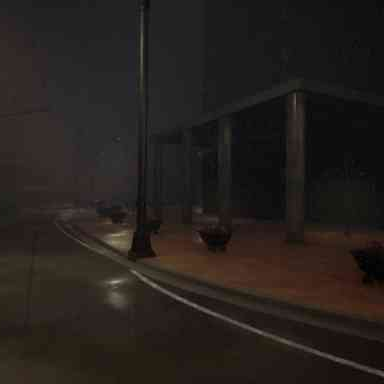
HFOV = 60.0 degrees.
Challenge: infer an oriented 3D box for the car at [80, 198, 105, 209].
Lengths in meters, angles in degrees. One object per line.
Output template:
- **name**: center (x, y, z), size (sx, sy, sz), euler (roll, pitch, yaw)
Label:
- **car**: center (-14.418, 1.639, 48.574), size (2.128, 1.511, 4.902), euler (1, 0, 12)

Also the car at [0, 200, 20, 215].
- **car**: center (-18.887, 1.508, 32.059), size (1.812, 1.442, 4.674), euler (1, -1, 22)

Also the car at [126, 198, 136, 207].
- **car**: center (-9.346, 1.756, 54.888), size (1.837, 1.490, 4.892), euler (1, 0, 12)
